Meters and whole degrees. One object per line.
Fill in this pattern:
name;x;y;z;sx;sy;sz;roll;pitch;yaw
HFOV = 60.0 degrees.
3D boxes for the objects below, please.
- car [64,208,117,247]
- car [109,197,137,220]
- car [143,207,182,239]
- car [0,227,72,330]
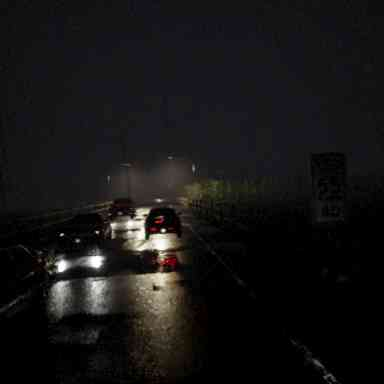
car;-4.987;1.750;16.077;1.812;1.442;4.674;-3;0;-6
car;-6.553;1.525;31.838;2.150;2.045;5.566;-3;0;-5
car;-1.611;1.590;18.208;1.837;1.490;4.892;-2;0;-6
car;-3.997;1.724;5.949;2.033;1.411;5.357;-3;0;-6
